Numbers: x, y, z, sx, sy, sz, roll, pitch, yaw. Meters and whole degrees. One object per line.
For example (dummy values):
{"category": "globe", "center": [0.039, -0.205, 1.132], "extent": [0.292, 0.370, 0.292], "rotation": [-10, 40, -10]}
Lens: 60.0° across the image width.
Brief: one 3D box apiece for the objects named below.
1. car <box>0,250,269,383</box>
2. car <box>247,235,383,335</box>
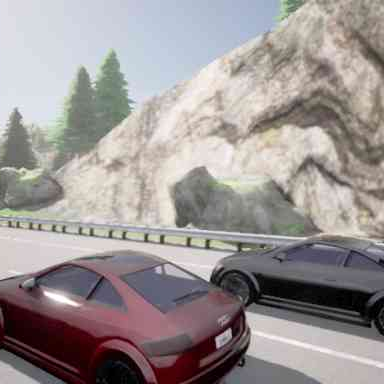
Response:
{"category": "car", "center": [-1.300, 1.558, 4.763], "extent": [4.181, 1.385, 1.994], "rotation": [0, 0, 35]}
{"category": "car", "center": [2.426, 1.549, 6.432], "extent": [4.181, 1.385, 1.994], "rotation": [0, 0, 35]}
